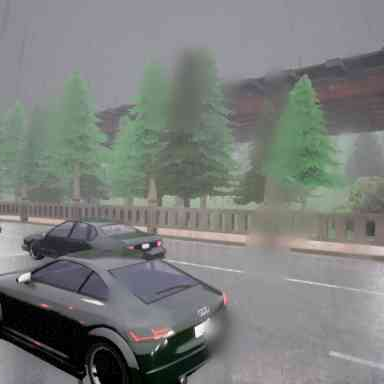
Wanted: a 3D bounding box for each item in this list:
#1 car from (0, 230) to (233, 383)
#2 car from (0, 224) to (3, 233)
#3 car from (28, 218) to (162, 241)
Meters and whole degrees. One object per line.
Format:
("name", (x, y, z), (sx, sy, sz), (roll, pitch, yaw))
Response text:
("car", (-1.499, 1.564, 5.068), (4.181, 1.385, 1.994), (0, 0, 35))
("car", (-11.461, 1.547, 16.486), (5.357, 1.411, 2.033), (0, 0, 36))
("car", (-3.312, 1.547, 10.671), (5.357, 1.411, 2.033), (0, 0, 36))
